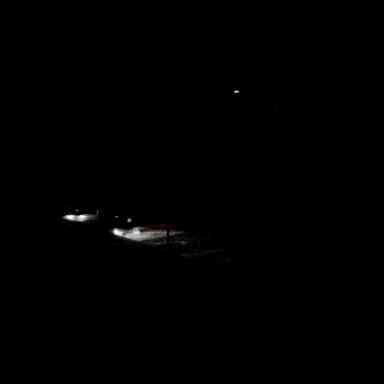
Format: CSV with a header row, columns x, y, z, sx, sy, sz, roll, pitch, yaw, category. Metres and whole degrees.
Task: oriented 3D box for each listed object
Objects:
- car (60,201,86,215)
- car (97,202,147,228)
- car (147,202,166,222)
x,y,z,sx,sy,sz,roll,pitch,yaw,category
-12.771,1.718,35.698,1.994,1.385,4.181,-1,0,-32,car
-5.337,1.590,23.640,2.128,1.511,4.902,-1,0,-32,car
-3.795,1.549,26.537,1.882,1.535,5.008,-1,0,-31,car
